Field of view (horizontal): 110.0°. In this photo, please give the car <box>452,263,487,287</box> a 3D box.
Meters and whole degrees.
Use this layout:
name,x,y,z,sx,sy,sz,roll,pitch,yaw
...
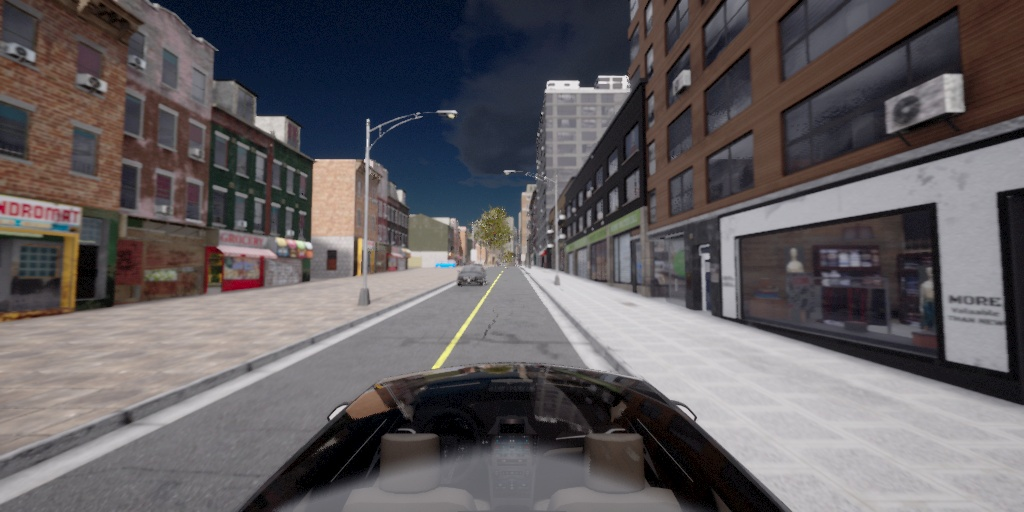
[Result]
name,x,y,z,sx,sy,sz,roll,pitch,yaw
car,-2.847,1.360,26.135,1.837,1.490,4.892,0,0,0
